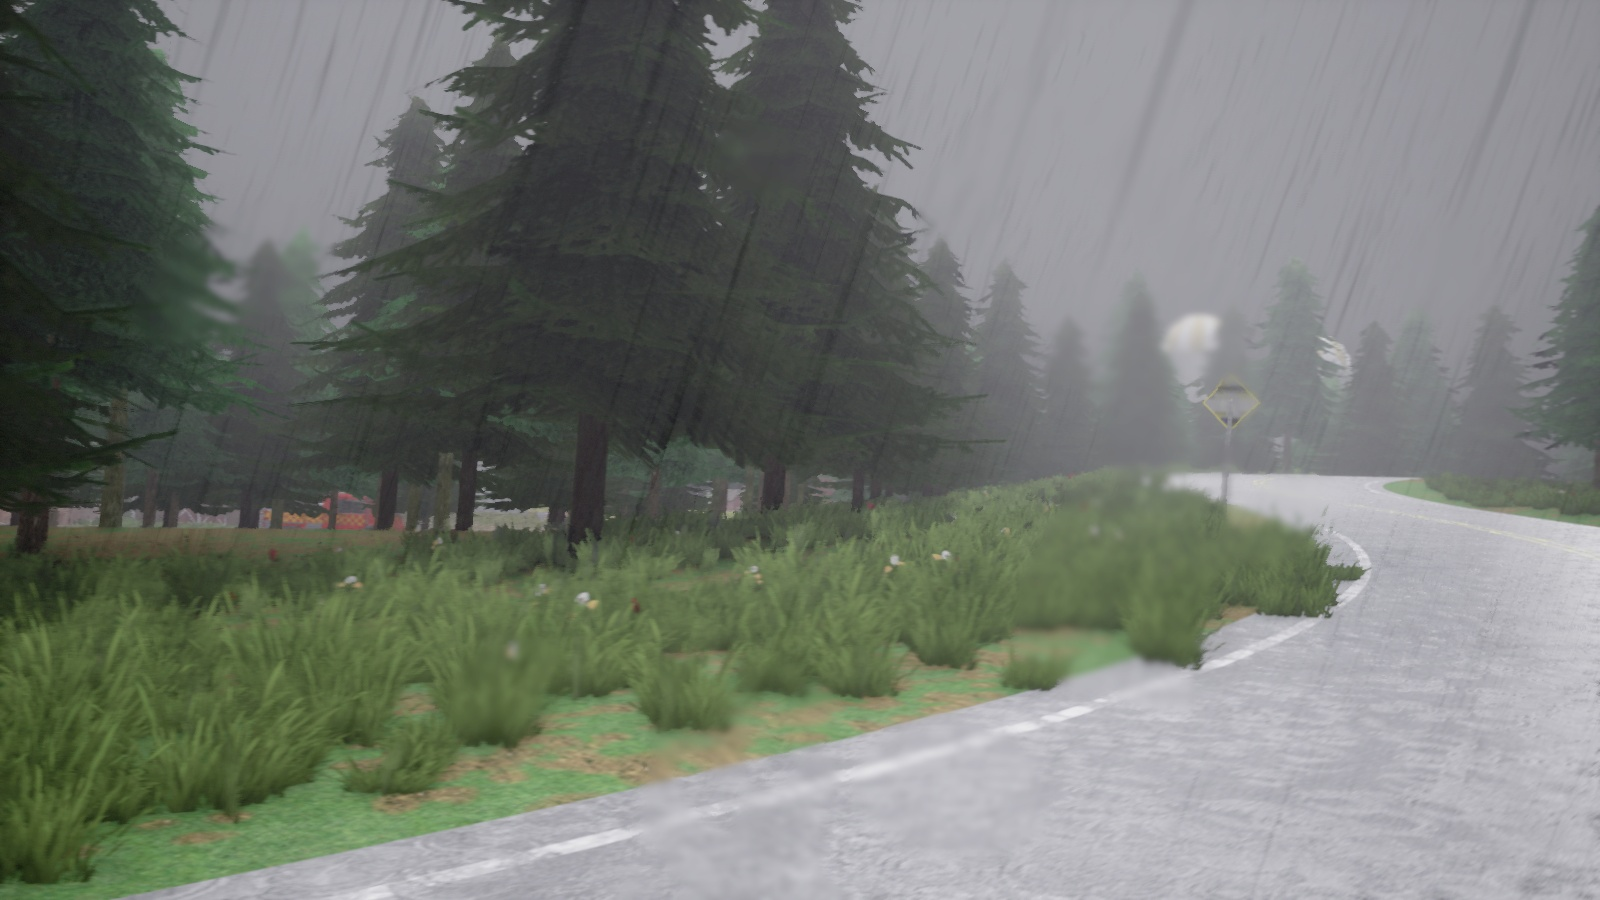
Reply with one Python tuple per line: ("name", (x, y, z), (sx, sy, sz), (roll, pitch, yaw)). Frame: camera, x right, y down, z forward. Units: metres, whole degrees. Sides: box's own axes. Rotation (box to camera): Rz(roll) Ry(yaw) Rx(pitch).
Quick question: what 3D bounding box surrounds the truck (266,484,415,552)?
("truck", (-29.104, 4.315, 79.612), (8.468, 3.827, 2.891), (5, -3, -24))
